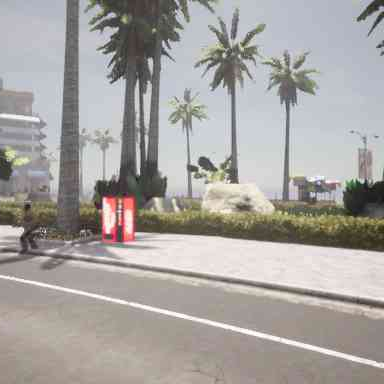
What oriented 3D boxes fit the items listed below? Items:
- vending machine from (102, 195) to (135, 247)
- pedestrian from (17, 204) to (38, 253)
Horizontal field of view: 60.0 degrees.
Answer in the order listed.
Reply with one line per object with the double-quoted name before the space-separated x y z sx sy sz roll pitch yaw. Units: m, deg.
"vending machine" -3.134 1.193 14.185 0.880 2.100 1.100 0 0 27
"pedestrian" -5.824 1.287 11.768 0.375 1.860 0.375 0 0 26
